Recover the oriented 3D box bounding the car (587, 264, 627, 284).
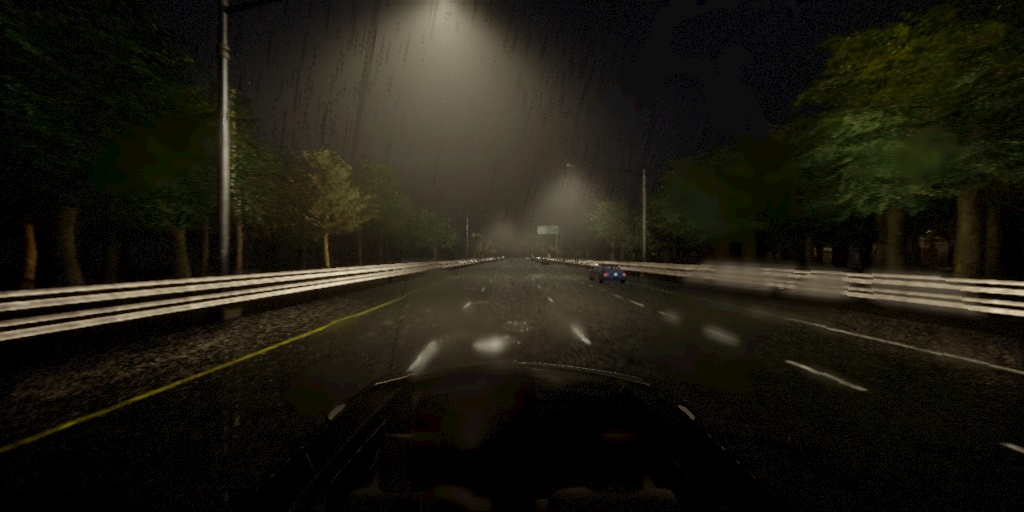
[{"bbox_3d":[7.046,1.308,26.923,2.033,1.411,5.357,0,0,0],"label":"car"}]
